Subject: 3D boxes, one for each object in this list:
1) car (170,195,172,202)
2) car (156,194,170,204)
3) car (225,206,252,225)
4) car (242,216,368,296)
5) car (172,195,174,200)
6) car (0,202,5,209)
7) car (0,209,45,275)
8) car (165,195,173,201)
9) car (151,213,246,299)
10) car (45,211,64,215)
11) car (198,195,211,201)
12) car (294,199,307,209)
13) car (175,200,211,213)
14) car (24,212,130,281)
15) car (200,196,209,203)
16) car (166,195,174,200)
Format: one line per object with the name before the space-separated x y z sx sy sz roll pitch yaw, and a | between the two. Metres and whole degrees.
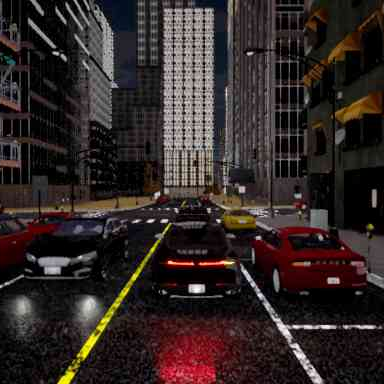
car | -5.834 1.285 68.621 2.192 1.841 5.009 -1 0 0
car | -5.821 1.517 63.062 1.887 1.381 4.507 -1 0 0
car | 2.644 1.515 19.721 1.752 1.417 4.829 -1 0 0
car | 2.666 1.540 8.504 1.887 1.381 4.507 -1 0 0
car | -5.845 1.284 74.181 2.192 1.841 5.009 -1 0 0
car | -23.922 1.730 38.300 4.097 1.590 1.967 -1 1 -1
car | -5.716 1.435 8.501 1.967 1.590 4.097 -1 0 0
car | -5.865 1.490 85.130 1.752 1.417 4.829 -1 0 0
car | 0.082 1.500 8.434 1.837 1.490 4.892 0 0 0
car | -5.726 1.537 14.025 1.887 1.381 4.507 -1 0 0
car | 2.558 1.412 63.077 1.967 1.590 4.097 -1 0 0
car | 14.176 1.240 38.698 4.507 1.381 1.887 -1 1 -1
car | 0.060 1.468 18.706 1.882 1.535 5.008 0 0 0
car | -3.102 1.486 9.859 2.128 1.511 4.902 0 0 0
car | 2.548 1.496 68.806 1.752 1.417 4.829 -1 0 0
car | -5.875 1.508 90.859 1.887 1.381 4.507 -1 0 0
